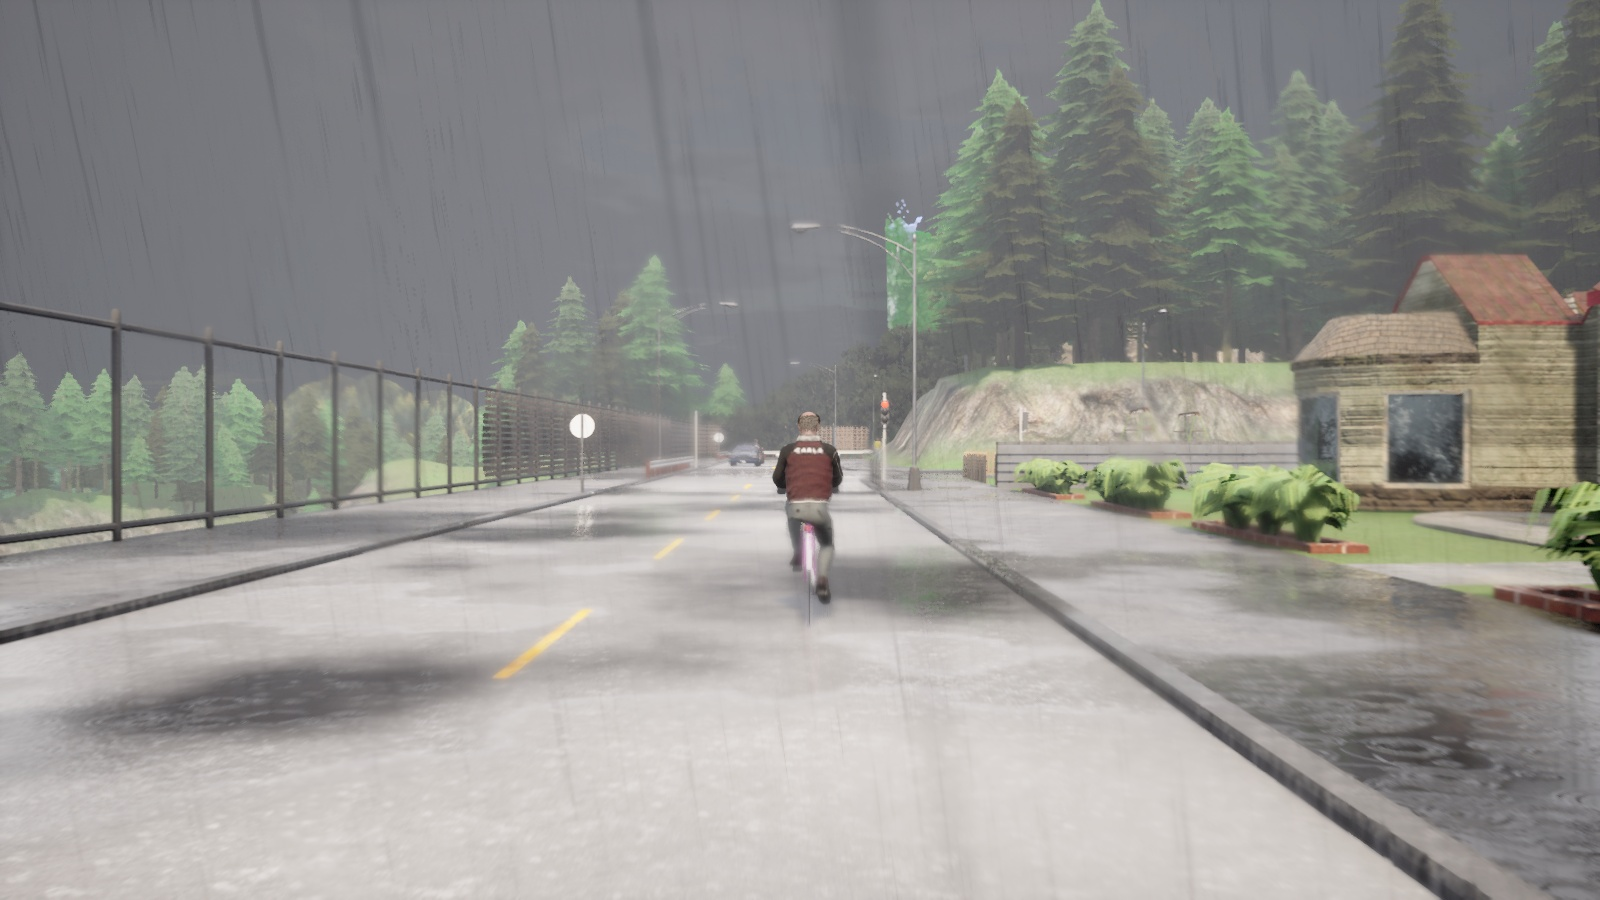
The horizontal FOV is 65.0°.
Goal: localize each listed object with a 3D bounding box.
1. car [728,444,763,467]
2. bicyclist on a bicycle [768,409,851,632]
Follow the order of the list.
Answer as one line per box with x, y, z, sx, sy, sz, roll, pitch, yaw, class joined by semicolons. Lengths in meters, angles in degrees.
-3.463;0.337;80.676;2.033;1.411;5.357;0;0;0;car
0.078;0.555;10.926;0.659;1.776;1.843;0;1;0;bicyclist on a bicycle
